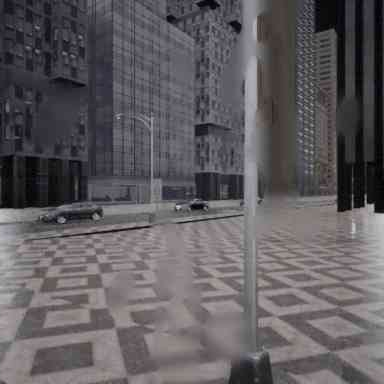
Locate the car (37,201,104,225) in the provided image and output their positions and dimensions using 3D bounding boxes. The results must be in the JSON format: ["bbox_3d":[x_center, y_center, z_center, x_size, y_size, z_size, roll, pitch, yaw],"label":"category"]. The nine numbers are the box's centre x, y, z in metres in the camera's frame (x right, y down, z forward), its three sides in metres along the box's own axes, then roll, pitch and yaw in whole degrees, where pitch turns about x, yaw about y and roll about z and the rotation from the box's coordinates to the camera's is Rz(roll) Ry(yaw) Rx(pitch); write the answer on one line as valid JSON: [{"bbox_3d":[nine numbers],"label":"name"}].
[{"bbox_3d":[-8.786,1.483,24.423,1.837,1.490,4.892,0,0,36],"label":"car"}]

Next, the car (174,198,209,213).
[{"bbox_3d":[0.001,1.448,36.450,2.128,1.511,4.902,0,0,36],"label":"car"}]

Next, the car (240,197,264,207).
[{"bbox_3d":[8.679,1.415,48.216,1.882,1.535,5.008,0,0,37],"label":"car"}]
